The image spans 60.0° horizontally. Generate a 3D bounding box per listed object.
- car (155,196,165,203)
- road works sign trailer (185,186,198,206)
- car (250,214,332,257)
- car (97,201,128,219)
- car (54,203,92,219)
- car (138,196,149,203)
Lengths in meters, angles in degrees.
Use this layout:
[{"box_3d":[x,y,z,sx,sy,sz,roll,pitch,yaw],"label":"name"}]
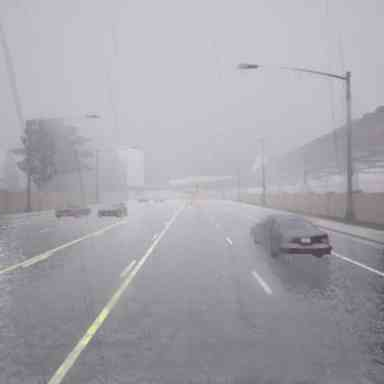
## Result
[{"box_3d":[-7.024,1.670,72.499,2.128,1.511,4.902,0,0,0],"label":"car"},{"box_3d":[-0.020,0.630,60.064,2.380,3.560,2.880,0,0,0],"label":"road works sign trailer"},{"box_3d":[3.596,1.583,13.003,2.033,1.411,5.357,0,0,0],"label":"car"},{"box_3d":[-7.103,1.561,30.182,1.882,1.535,5.008,0,0,0],"label":"car"},{"box_3d":[-10.606,1.683,29.931,1.895,1.301,4.718,0,0,0],"label":"car"},{"box_3d":[-10.524,1.623,72.498,1.882,1.535,5.008,0,0,0],"label":"car"}]
